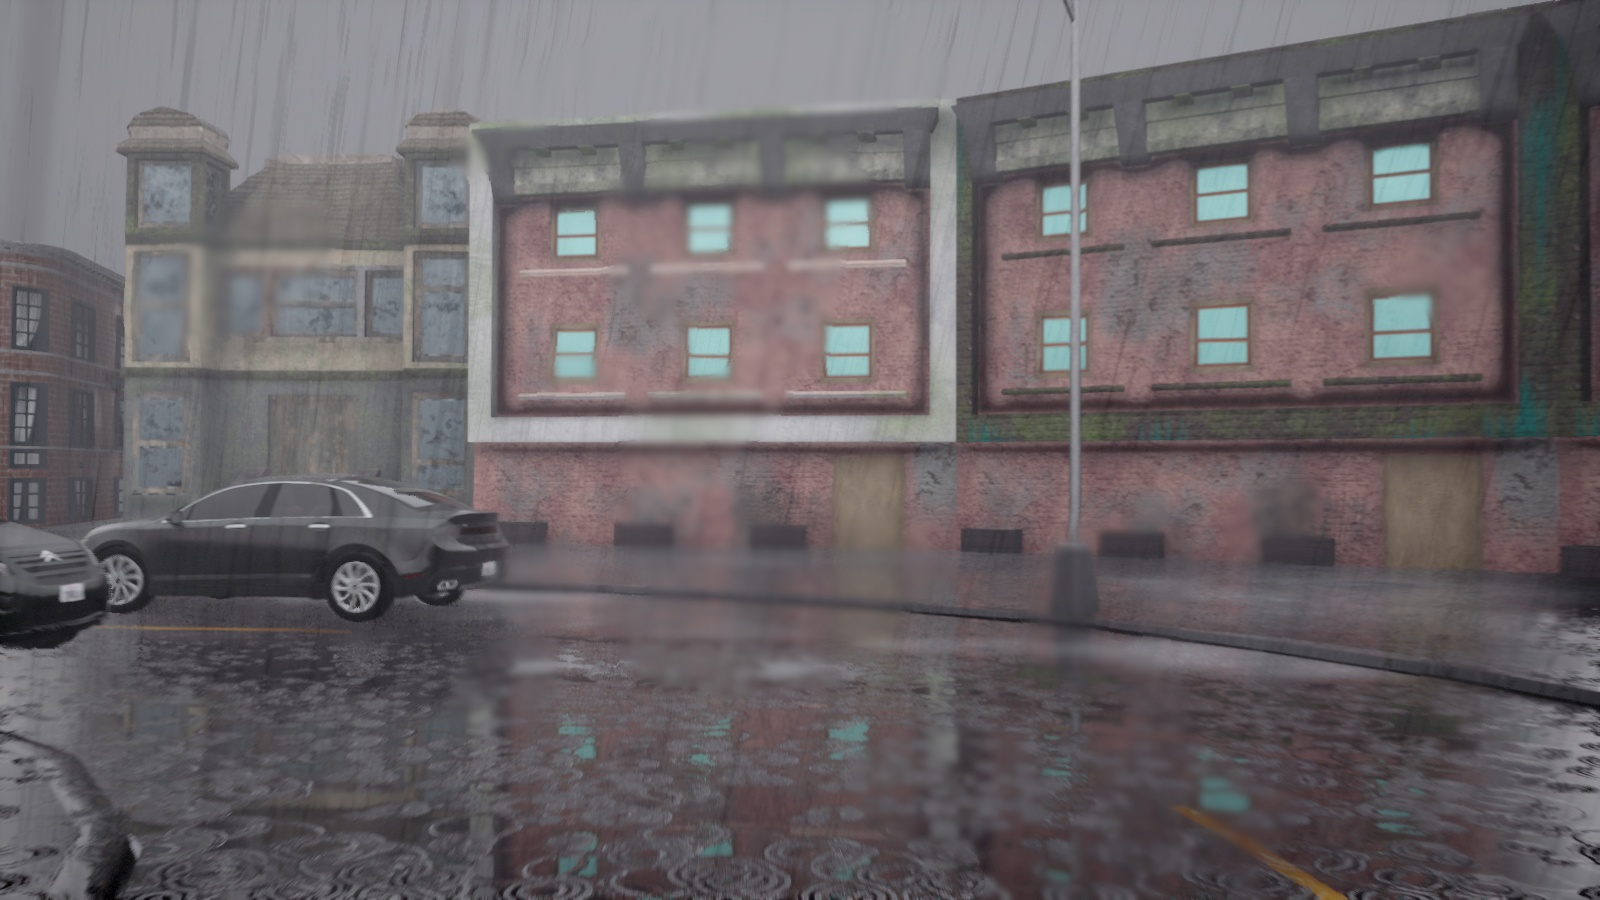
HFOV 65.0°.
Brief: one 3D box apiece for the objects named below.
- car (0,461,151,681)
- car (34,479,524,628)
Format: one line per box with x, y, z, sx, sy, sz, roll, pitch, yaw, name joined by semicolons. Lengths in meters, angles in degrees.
-7.769;0.917;10.258;3.988;1.617;1.851;0;-1;2;car
-5.762;1.080;14.071;4.892;1.490;1.837;0;-1;13;car
